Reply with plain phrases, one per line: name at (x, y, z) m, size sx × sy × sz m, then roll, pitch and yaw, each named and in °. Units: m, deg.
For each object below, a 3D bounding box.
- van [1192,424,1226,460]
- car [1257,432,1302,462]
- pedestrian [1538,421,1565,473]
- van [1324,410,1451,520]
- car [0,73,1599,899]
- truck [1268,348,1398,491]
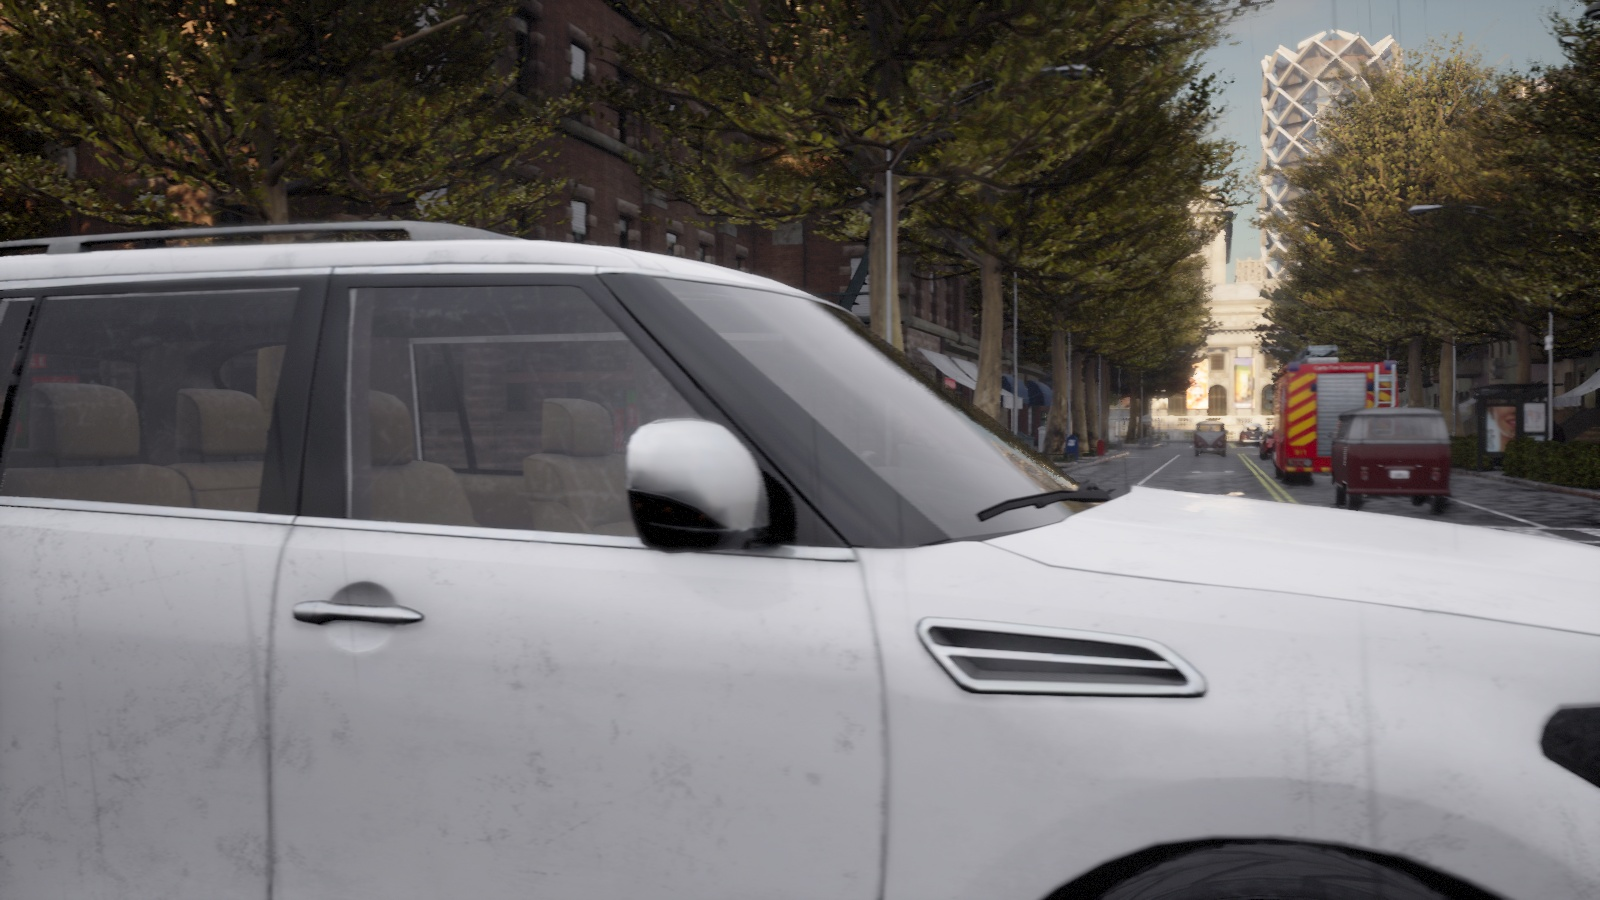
van at (23.297, -0.472, 71.456) m, size 1.775 × 1.987 × 4.442 m, roll 1°, pitch 1°, yaw 18°
car at (25.267, -0.184, 66.316) m, size 2.007 × 1.525 × 4.514 m, roll 1°, pitch 1°, yaw 19°
pedestrian at (26.856, -0.112, 44.886) m, size 0.634 × 1.844 × 0.899 m, roll 1°, pitch 1°, yaw 19°
van at (11.601, 0.229, 25.055) m, size 1.775 × 1.987 × 4.442 m, roll 1°, pitch 1°, yaw 18°
car at (-0.619, 0.485, 3.375) m, size 5.566 × 2.045 × 2.150 m, roll 1°, pitch 1°, yaw 19°
truck at (15.887, -0.881, 37.967) m, size 2.891 × 3.827 × 8.468 m, roll 1°, pitch 1°, yaw 18°
